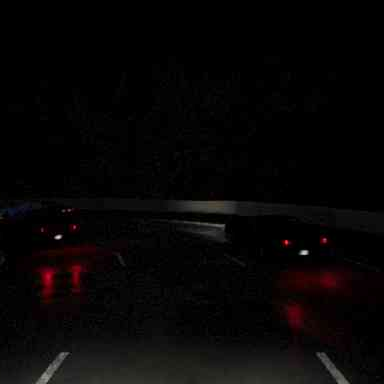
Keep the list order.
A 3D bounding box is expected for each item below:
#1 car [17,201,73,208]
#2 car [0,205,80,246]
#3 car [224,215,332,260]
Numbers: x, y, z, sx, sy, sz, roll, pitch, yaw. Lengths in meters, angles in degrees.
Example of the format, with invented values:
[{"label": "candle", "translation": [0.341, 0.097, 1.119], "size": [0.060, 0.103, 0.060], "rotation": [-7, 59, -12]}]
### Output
[{"label": "car", "translation": [-11.181, 1.339, 23.717], "size": [5.357, 1.411, 2.033], "rotation": [0, 0, 5]}, {"label": "car", "translation": [-6.908, 1.471, 14.721], "size": [4.718, 1.301, 1.895], "rotation": [0, 1, 44]}, {"label": "car", "translation": [2.770, 1.494, 12.085], "size": [1.895, 1.301, 4.718], "rotation": [0, 0, -15]}]
